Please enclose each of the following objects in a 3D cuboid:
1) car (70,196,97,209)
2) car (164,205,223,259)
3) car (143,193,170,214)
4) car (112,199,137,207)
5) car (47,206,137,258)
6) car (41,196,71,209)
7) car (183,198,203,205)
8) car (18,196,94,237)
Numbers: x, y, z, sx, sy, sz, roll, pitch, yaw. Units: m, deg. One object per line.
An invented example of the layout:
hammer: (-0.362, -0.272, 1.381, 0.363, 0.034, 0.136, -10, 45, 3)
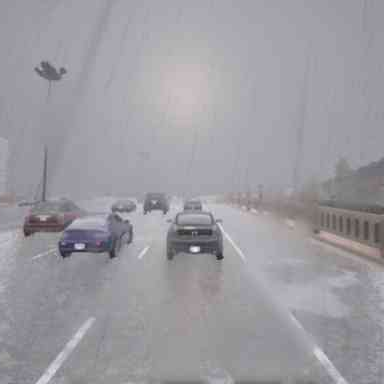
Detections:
car: (-14.117, 1.310, 43.575, 1.837, 1.490, 4.892, 0, 0, 0)
car: (0.088, 1.448, 12.388, 1.837, 1.490, 4.892, 0, 0, 0)
car: (-3.425, 1.073, 32.782, 2.150, 2.045, 5.566, 0, 0, 0)
car: (-6.926, 1.409, 34.192, 1.994, 1.385, 4.181, 0, 0, 0)
car: (-3.410, 1.469, 12.395, 1.812, 1.442, 4.674, 0, 0, 0)
car: (-17.616, 1.284, 43.394, 1.882, 1.535, 5.008, 0, 0, 0)
car: (0.074, 1.334, 34.380, 2.128, 1.511, 4.902, 0, 0, 0)
car: (-6.913, 1.273, 17.578, 2.097, 1.767, 4.553, 0, 0, 0)
